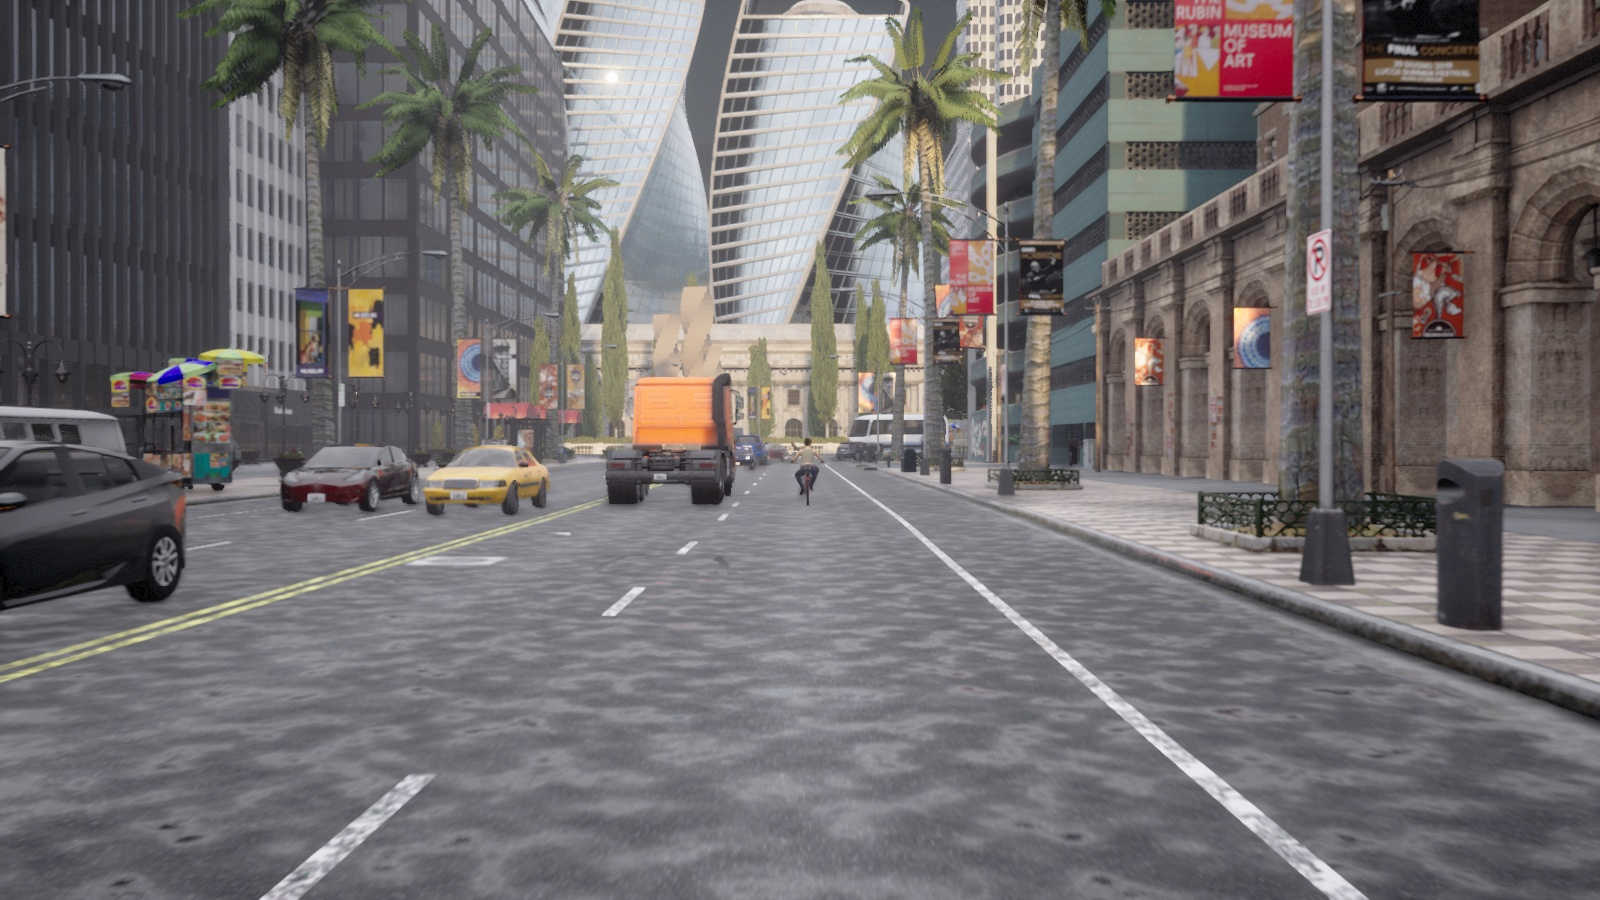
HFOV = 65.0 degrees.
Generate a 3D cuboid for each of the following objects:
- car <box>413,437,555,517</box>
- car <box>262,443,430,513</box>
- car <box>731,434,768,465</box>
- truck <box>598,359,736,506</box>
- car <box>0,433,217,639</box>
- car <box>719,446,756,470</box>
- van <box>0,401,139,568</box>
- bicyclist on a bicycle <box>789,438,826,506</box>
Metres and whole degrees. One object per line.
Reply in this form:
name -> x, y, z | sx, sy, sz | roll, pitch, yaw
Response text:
car -> -6.807, 0.524, 27.684 | 1.801, 1.575, 5.366 | 0, 0, 0
car -> -10.311, 0.575, 28.990 | 2.163, 1.488, 4.792 | 0, 0, 0
car -> -3.446, -0.023, 86.095 | 2.150, 2.045, 5.566 | 0, 0, 2
truck -> -3.329, -0.427, 33.573 | 2.891, 3.462, 7.936 | 0, 0, 0
car -> -6.916, 0.629, 10.452 | 2.007, 1.525, 4.514 | 0, 0, 0
car -> -3.500, 0.441, 71.522 | 1.895, 1.301, 4.718 | 0, 0, 0
van -> -10.377, 0.402, 15.783 | 1.775, 1.987, 4.442 | 0, 0, 0
bicyclist on a bicycle -> 0.175, 0.511, 30.477 | 0.866, 1.612, 1.509 | 0, 0, 0
